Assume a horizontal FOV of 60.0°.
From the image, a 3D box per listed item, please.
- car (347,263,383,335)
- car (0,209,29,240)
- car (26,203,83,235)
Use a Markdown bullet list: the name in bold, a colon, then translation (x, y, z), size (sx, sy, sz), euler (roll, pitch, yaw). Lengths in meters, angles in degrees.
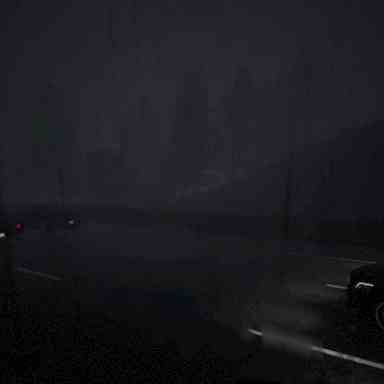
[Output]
- **car**: translation (4.840, 1.533, 4.842), size (4.674, 1.442, 1.812), euler (0, 0, 35)
- **car**: translation (-9.755, 1.499, 15.204), size (4.718, 1.301, 1.895), euler (0, 0, 35)
- **car**: translation (-8.151, 1.372, 18.358), size (5.008, 1.535, 1.882), euler (0, 0, 35)
